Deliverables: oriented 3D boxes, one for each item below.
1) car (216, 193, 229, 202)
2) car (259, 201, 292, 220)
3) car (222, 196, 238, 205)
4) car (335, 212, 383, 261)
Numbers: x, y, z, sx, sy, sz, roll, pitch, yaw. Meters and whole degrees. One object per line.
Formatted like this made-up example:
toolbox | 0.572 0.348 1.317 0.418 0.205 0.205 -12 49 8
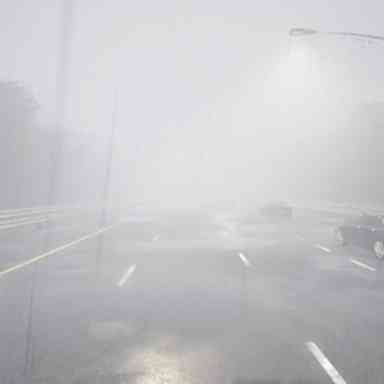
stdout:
car | 7.123 1.594 75.590 1.812 1.442 4.674 0 0 0
car | 6.999 1.505 28.232 1.882 1.535 5.008 0 0 0
car | 7.059 1.577 60.443 1.812 1.442 4.674 0 0 0
car | 7.000 1.509 12.207 1.837 1.490 4.892 0 0 0
